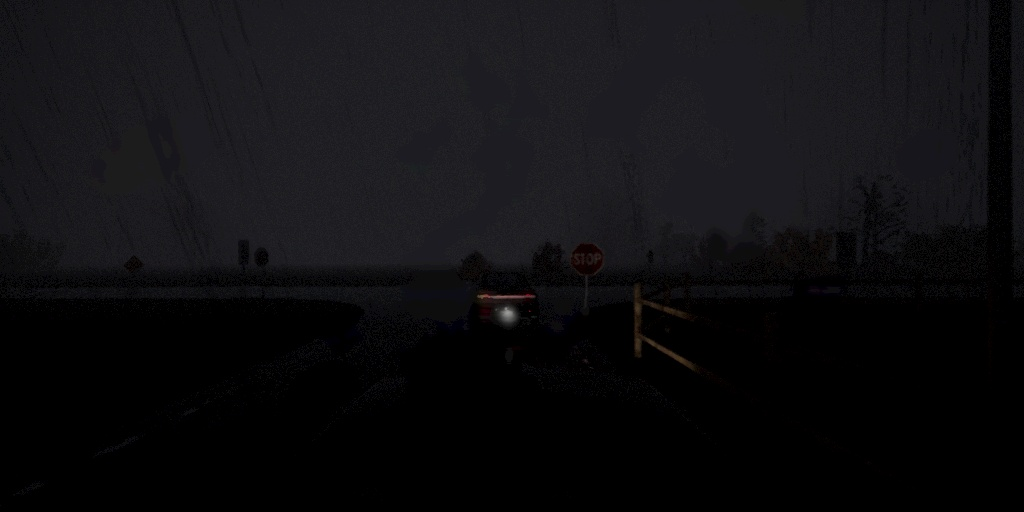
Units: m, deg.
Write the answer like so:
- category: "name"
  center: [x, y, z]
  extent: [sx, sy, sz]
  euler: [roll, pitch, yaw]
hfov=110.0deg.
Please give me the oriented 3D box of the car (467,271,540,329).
- category: "car"
  center: [-0.355, 1.228, 11.269]
  extent: [2.128, 1.511, 4.902]
  euler: [0, 0, -6]

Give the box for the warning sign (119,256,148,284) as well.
- category: "warning sign"
  center: [-25.394, 0.896, 24.063]
  extent: [1.060, 1.860, 1.300]
  euler: [0, 0, 0]
